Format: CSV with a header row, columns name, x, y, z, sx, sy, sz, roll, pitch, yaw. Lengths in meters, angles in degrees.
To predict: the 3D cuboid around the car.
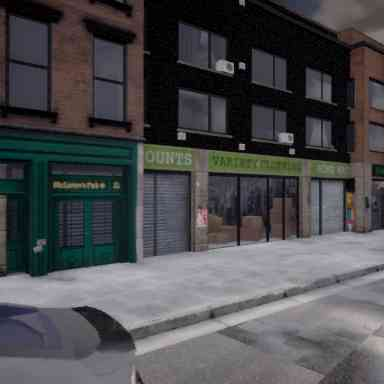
name,x,y,z,sx,sy,sz,roll,pitch,yaw
car,-2.564,1.491,1.549,4.902,1.511,2.128,0,0,-35
